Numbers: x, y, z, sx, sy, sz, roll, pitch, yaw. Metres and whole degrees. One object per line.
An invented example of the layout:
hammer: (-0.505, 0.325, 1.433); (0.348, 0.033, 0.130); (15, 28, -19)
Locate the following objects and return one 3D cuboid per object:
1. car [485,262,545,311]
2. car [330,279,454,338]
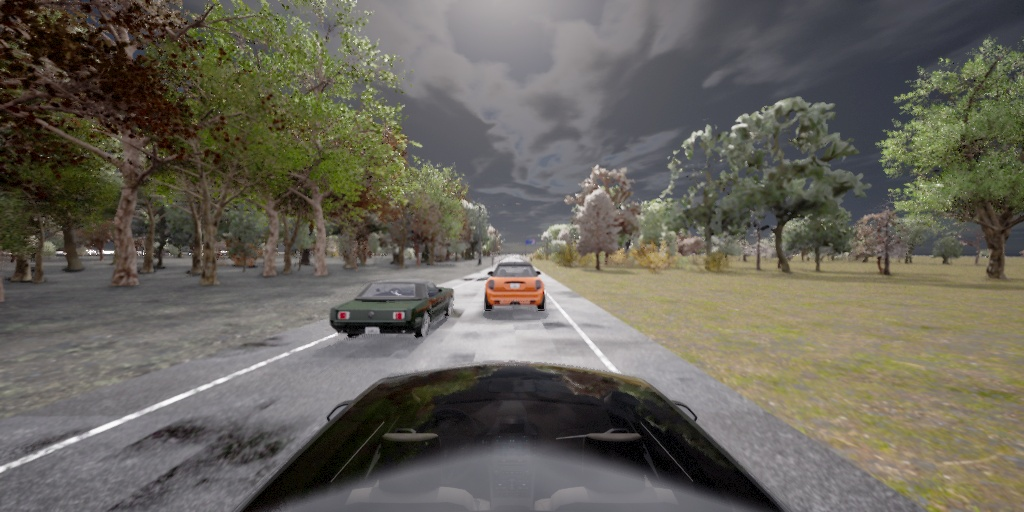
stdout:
car: (0.098, 1.015, 14.161); (2.097, 1.767, 4.553); (0, 0, 0)
car: (-2.905, 1.294, 9.909); (1.895, 1.301, 4.718); (0, 0, 2)
